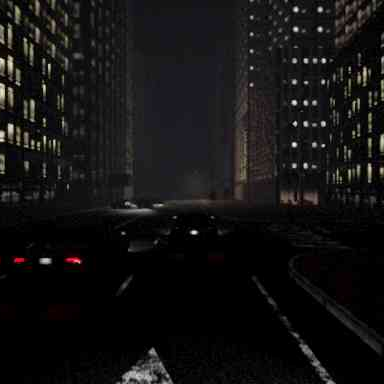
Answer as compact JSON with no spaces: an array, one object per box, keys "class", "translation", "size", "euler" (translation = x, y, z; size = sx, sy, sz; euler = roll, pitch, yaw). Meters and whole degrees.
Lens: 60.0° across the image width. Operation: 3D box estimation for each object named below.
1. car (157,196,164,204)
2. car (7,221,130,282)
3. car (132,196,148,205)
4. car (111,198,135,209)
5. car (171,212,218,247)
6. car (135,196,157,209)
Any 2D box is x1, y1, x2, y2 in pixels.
[{"class":"car","translation":[-6.514,1.567,63.907],"size":[2.128,1.511,4.902],"euler":[0,0,0]},{"class":"car","translation":[-3.182,1.554,9.772],"size":[2.033,1.411,5.357],"euler":[0,0,0]},{"class":"car","translation":[-9.772,1.568,62.665],"size":[2.128,1.511,4.902],"euler":[0,0,1]},{"class":"car","translation":[-9.836,1.593,46.382],"size":[2.033,1.411,5.357],"euler":[0,0,0]},{"class":"car","translation":[0.089,1.575,15.153],"size":[1.994,1.385,4.181],"euler":[0,0,0]},{"class":"car","translation":[-6.580,1.539,47.050],"size":[2.128,1.511,4.902],"euler":[0,0,0]}]
